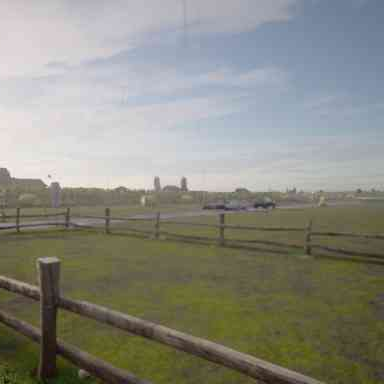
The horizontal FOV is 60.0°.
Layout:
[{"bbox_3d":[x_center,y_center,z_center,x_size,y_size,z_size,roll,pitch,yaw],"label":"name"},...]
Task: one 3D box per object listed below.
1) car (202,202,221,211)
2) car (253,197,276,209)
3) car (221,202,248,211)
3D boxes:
[{"bbox_3d":[3.476,2.163,49.222,1.895,1.301,4.718,-1,-1,35],"label":"car"},{"bbox_3d":[12.506,1.904,57.287,2.150,2.045,5.566,-1,-1,35],"label":"car"},{"bbox_3d":[6.595,2.104,48.720,1.994,1.385,4.181,-1,-1,36],"label":"car"}]
